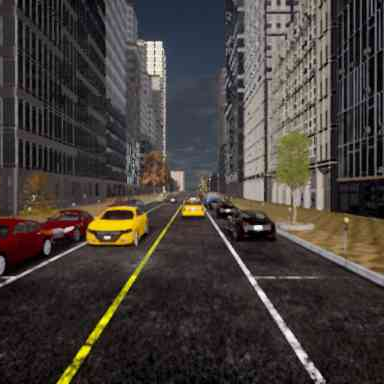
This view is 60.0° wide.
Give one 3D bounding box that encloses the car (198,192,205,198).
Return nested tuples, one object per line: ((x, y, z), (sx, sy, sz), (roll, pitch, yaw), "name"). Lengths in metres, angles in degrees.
((2.688, 0.833, 95.424), (1.752, 1.417, 4.829), (0, 0, 0), "car")

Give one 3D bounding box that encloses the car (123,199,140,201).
((-5.689, 1.368, 26.958), (1.887, 1.381, 4.507), (0, 0, 0), "car")

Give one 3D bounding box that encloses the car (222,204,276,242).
((2.691, 1.465, 15.566), (1.947, 1.339, 4.313), (0, 0, 0), "car")

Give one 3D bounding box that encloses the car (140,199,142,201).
((-5.690, 1.351, 32.650), (1.947, 1.339, 4.313), (0, 0, 0), "car")

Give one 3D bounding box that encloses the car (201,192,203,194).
((2.691, 1.103, 49.718), (1.967, 1.590, 4.097), (0, 0, 0), "car")

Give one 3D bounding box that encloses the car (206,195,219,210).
((2.691, 1.311, 38.334), (1.947, 1.339, 4.313), (0, 0, 0), "car")

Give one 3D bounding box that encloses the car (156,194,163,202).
((-5.691, 1.105, 60.942), (1.752, 1.417, 4.829), (0, 0, 0), "car")

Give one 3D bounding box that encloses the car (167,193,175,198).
((-5.692, 0.907, 89.574), (2.008, 1.369, 4.403), (0, 0, 0), "car")

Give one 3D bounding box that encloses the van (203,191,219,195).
((2.691, 1.046, 44.026), (1.690, 1.788, 3.998), (0, 0, 0), "van")

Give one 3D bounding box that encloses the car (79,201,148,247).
((-3.102, 1.383, 14.675), (1.882, 1.535, 5.008), (0, 0, 0), "car")

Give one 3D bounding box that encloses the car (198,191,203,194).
((2.690, 0.806, 72.485), (2.192, 1.841, 5.009), (0, 0, 0), "car")

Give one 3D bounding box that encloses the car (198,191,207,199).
((2.690, 0.716, 83.869), (2.192, 1.841, 5.009), (0, 0, 0), "car")

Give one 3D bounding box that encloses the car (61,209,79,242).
((-5.689, 1.481, 15.573), (1.802, 1.307, 4.206), (0, 0, 0), "car")

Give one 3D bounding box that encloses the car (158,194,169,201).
((-5.691, 1.085, 66.806), (2.008, 1.369, 4.403), (0, 0, 0), "car")

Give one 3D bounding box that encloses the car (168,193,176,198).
((-5.693, 0.875, 95.267), (1.947, 1.339, 4.313), (0, 0, 0), "car")

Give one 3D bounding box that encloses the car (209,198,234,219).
((2.691, 1.389, 26.950), (1.947, 1.339, 4.313), (0, 0, 0), "car")

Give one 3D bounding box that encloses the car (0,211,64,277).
((-5.689, 1.481, 9.880), (1.887, 1.381, 4.507), (0, 0, 0), "car")

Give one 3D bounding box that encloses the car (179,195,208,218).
((0.099, 1.275, 27.479), (1.801, 1.575, 5.366), (0, 0, 0), "car")

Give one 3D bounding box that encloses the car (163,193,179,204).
((-3.069, 1.114, 55.209), (2.128, 1.511, 4.902), (0, 0, 0), "car")
